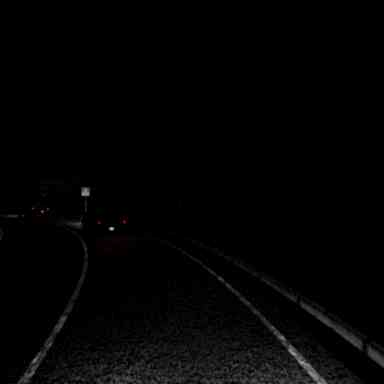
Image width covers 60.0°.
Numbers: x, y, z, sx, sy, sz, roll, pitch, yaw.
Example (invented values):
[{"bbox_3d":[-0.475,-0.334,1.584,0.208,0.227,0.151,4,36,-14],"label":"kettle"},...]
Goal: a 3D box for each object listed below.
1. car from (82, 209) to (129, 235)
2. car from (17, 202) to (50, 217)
[{"bbox_3d":[-5.191,1.638,19.414,1.895,1.301,4.718,0,0,-26],"label":"car"},{"bbox_3d":[-15.561,1.688,32.607,4.674,1.442,1.812,-1,-2,45],"label":"car"}]
